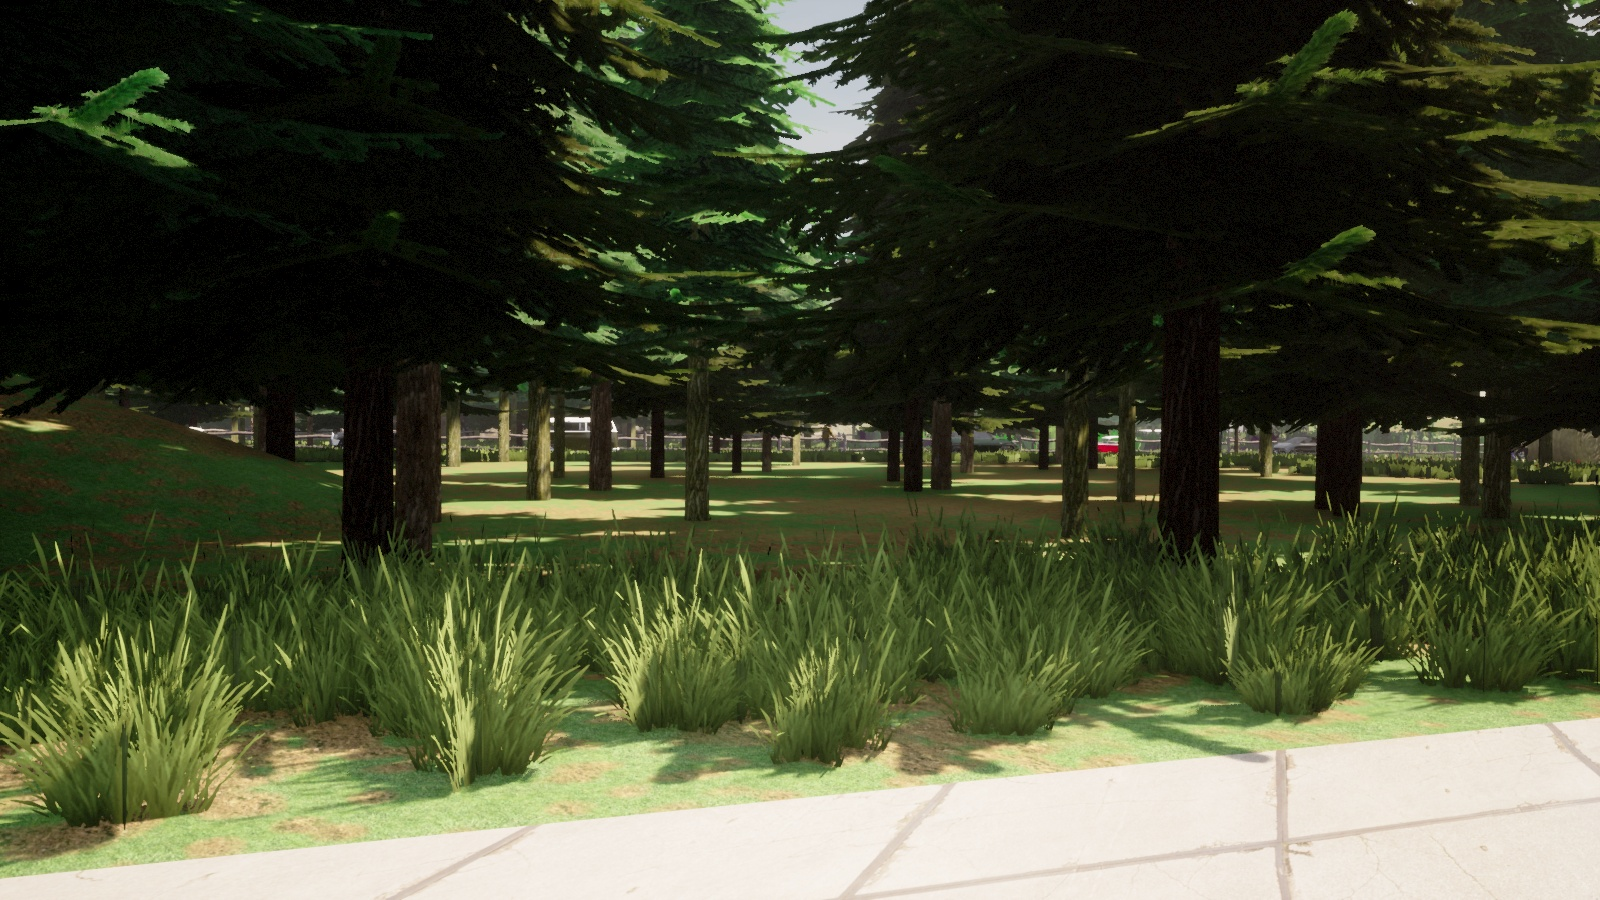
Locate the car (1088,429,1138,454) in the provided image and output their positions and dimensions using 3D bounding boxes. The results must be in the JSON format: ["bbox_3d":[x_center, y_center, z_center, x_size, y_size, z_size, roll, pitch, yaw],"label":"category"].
[{"bbox_3d":[17.551,-0.491,70.444,2.207,1.376,1.481,-1,1,-19],"label":"car"}]

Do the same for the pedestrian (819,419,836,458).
[{"bbox_3d":[1.306,-0.545,60.141,0.726,1.835,0.370,-1,1,-36],"label":"pedestrian"}]

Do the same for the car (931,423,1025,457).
[{"bbox_3d":[9.572,-0.555,67.646,4.553,1.767,2.097,-1,1,-20],"label":"car"}]

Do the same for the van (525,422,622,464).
[{"bbox_3d":[-11.461,-0.387,63.432,4.480,2.038,2.069,-1,1,-21],"label":"van"}]

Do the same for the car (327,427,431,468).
[{"bbox_3d":[-20.162,-0.146,60.132,4.605,1.855,1.932,-1,1,-21],"label":"car"}]

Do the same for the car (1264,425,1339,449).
[{"bbox_3d":[31.576,-0.821,79.033,4.193,1.474,1.816,-1,1,-19],"label":"car"}]
